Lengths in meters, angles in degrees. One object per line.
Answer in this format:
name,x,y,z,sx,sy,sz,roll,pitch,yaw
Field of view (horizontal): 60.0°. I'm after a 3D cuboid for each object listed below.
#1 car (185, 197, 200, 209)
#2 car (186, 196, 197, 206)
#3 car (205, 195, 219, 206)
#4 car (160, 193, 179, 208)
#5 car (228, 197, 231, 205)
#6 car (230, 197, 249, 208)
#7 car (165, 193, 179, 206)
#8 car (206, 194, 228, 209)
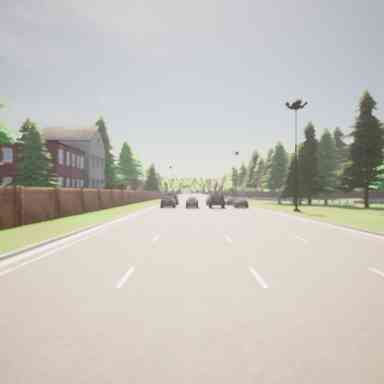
car,0.037,1.535,47.559,2.128,1.511,4.902,0,0,1
car,-0.016,1.558,57.867,1.837,1.490,4.892,0,0,0
car,3.484,1.406,57.838,2.097,1.767,4.553,0,0,0
car,-3.454,1.397,48.699,2.097,1.767,4.553,0,0,0
car,6.984,1.618,57.869,1.994,1.385,4.181,0,0,0
car,7.038,1.570,47.854,1.812,1.442,4.674,0,0,1
car,-3.516,1.275,58.727,2.150,2.045,5.566,0,0,0
car,3.530,1.266,47.504,2.150,2.045,5.566,0,0,1
